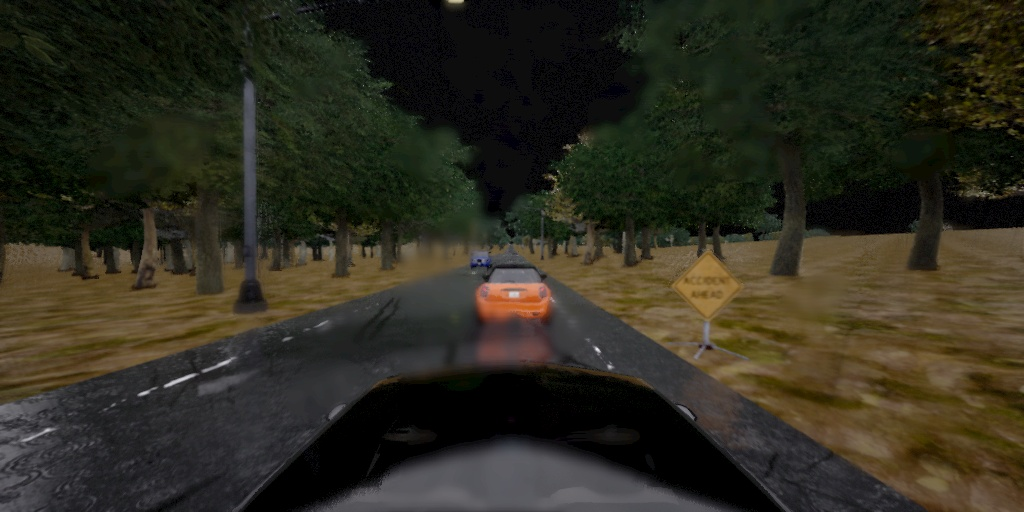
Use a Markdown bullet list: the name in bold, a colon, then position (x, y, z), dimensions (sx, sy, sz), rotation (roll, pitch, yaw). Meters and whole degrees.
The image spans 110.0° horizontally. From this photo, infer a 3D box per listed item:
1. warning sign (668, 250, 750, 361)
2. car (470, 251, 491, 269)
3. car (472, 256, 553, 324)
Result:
- **warning sign**: position (3.549, 0.828, 6.572), dimensions (1.300, 1.860, 1.060), rotation (0, 0, 0)
- **car**: position (-3.593, 0.453, 42.160), dimensions (2.150, 2.045, 5.566), rotation (0, 1, 0)
- **car**: position (0.080, 1.006, 11.637), dimensions (2.097, 1.767, 4.553), rotation (0, 1, 0)
